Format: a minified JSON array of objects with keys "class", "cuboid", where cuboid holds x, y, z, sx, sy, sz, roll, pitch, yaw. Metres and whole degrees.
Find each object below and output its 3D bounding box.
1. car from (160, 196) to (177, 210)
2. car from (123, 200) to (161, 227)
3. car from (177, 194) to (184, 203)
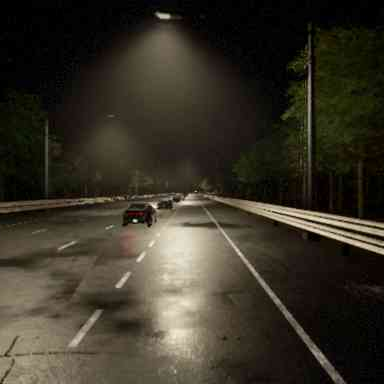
[{"class":"car","cuboid":[-3.505,1.522,44.051,2.128,1.511,4.902,0,0,0]},{"class":"car","cuboid":[-3.504,1.519,22.916,1.837,1.490,4.892,0,0,0]},{"class":"car","cuboid":[-3.507,1.632,74.051,2.033,1.411,5.357,0,0,0]}]
